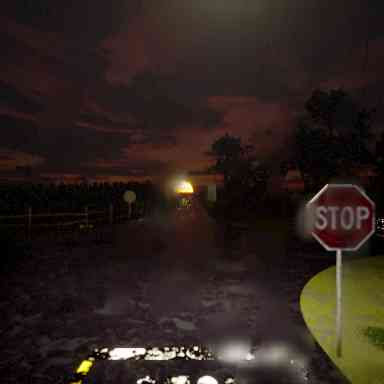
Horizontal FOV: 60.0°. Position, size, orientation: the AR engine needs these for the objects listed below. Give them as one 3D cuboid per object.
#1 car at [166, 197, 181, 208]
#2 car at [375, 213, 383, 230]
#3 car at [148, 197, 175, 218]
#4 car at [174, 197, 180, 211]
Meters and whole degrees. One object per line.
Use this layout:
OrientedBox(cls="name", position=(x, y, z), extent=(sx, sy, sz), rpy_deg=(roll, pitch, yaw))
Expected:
OrientedBox(cls="car", position=(-2.824, 1.539, 51.373), extent=(1.882, 1.535, 5.008), rpy_deg=(0, 0, 0))
OrientedBox(cls="car", position=(11.576, 1.280, 16.443), extent=(4.892, 1.490, 1.837), rpy_deg=(-1, 0, 4))
OrientedBox(cls="car", position=(-2.867, 1.533, 30.661), extent=(1.837, 1.490, 4.892), rpy_deg=(0, 0, 1))
OrientedBox(cls="car", position=(-2.839, 1.547, 40.975), extent=(1.837, 1.490, 4.892), rpy_deg=(0, 0, 0))
